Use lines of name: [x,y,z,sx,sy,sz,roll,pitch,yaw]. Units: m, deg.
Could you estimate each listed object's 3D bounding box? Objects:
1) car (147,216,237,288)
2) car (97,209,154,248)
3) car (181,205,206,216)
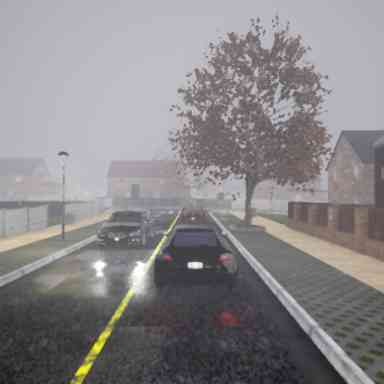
car: [0.084,1.591,9.351,1.994,1.385,4.181,0,0,0]
car: [-2.845,1.550,15.030,1.837,1.490,4.892,0,0,0]
car: [0.094,1.686,26.843,1.895,1.301,4.718,0,0,0]
